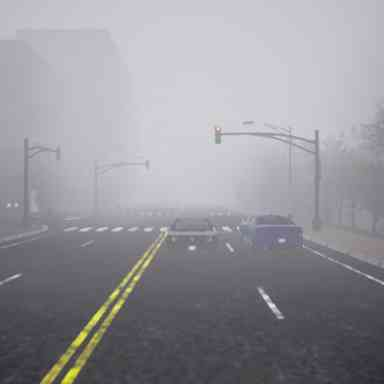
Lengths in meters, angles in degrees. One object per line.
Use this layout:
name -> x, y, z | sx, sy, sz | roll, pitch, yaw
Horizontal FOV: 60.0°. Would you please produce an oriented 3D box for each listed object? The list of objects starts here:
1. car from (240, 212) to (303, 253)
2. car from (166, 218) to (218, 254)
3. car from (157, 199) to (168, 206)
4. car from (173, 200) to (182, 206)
car -> 3.261, 1.615, 14.482 | 1.882, 1.535, 5.008 | 0, 0, 0
car -> 0.006, 1.734, 14.105 | 1.895, 1.301, 4.718 | 0, -1, 0
car -> -6.483, 2.271, 73.445 | 1.994, 1.385, 4.181 | 0, -1, 0
car -> -3.233, 2.313, 73.413 | 1.895, 1.301, 4.718 | 0, -1, 0
